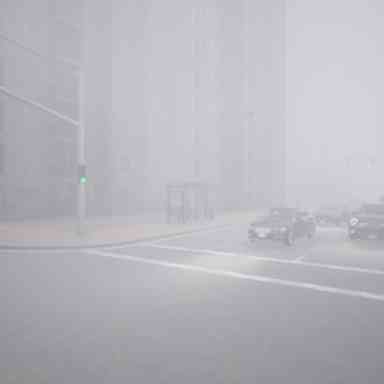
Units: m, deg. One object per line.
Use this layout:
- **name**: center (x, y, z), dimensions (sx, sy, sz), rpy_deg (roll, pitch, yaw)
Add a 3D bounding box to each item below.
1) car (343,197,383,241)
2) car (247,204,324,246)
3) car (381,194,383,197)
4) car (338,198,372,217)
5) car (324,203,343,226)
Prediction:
- **car**: center (9.011, 1.329, 16.091), dimensions (2.097, 1.767, 4.553), rpy_deg (0, 0, 35)
- **car**: center (4.250, 1.478, 15.419), dimensions (2.128, 1.511, 4.902), rpy_deg (0, 0, 36)
- **car**: center (15.091, 1.168, 24.836), dimensions (2.150, 2.045, 5.566), rpy_deg (0, 0, 35)
- **car**: center (15.617, 1.422, 31.680), dimensions (2.128, 1.511, 4.902), rpy_deg (0, 0, 35)
- **car**: center (9.833, 1.507, 23.412), dimensions (2.033, 1.411, 5.357), rpy_deg (0, 0, 35)
